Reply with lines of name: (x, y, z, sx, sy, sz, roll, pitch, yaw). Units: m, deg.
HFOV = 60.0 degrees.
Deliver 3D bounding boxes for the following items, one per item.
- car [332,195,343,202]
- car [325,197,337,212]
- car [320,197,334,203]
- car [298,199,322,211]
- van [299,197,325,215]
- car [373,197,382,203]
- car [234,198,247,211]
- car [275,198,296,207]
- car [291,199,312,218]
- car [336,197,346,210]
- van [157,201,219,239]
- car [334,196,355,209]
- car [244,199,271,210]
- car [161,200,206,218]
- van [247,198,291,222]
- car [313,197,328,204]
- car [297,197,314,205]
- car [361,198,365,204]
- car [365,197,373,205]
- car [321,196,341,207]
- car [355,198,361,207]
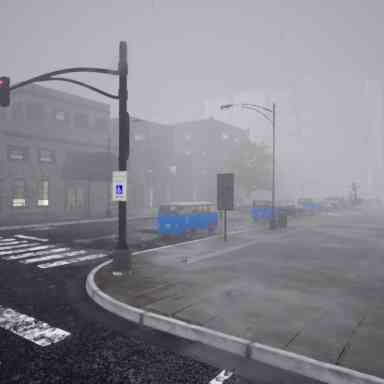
car: (37.513, 1.712, 85.727, 1.967, 1.590, 4.097, 0, 0, 35)
car: (15.876, 1.671, 40.378, 1.752, 1.417, 4.829, 0, 0, 35)
car: (31.161, 1.792, 76.693, 1.947, 1.339, 4.313, 0, 0, 35)
car: (16.103, 1.704, 45.187, 1.994, 1.385, 4.181, 1, 0, 35)
van: (12.604, 1.469, 35.721, 1.690, 1.788, 3.998, 0, 0, 35)
car: (44.359, 1.899, 80.893, 1.947, 1.339, 4.313, 0, 0, 35)
car: (5.758, 1.506, 40.556, 1.967, 1.590, 4.097, 0, 0, 35)
car: (15.284, 1.665, 54.107, 1.887, 1.381, 4.507, 0, 0, 35)
car: (9.427, 1.655, 31.203, 1.887, 1.381, 4.507, 0, 0, 35)
car: (18.953, 1.729, 44.755, 1.947, 1.339, 4.313, 0, 0, 35)
van: (-0.099, 1.407, 17.652, 1.690, 1.788, 3.998, 0, 0, 35)
car: (22.131, 1.497, 49.273, 2.192, 1.841, 5.009, 0, 0, 35)
car: (8.933, 1.629, 45.073, 1.887, 1.381, 4.507, 0, 0, 35)
car: (-0.691, 1.558, 31.381, 1.752, 1.417, 4.829, 0, 0, 35)
van: (6.252, 1.436, 26.687, 1.690, 1.788, 3.998, 0, 0, 35)
car: (27.888, 1.728, 72.036, 1.752, 1.417, 4.829, 0, 0, 35)
car: (21.635, 1.705, 63.141, 1.887, 1.381, 4.507, 0, 0, 35)
car: (28.579, 1.748, 58.447, 1.752, 1.417, 4.829, 0, 0, 35)
car: (34.832, 1.810, 67.342, 1.887, 1.381, 4.507, 0, 0, 35)
car: (22.979, 1.533, 54.976, 2.097, 1.767, 4.553, 1, 0, 35)
car: (25.307, 1.517, 53.791, 2.192, 1.841, 5.009, 0, 0, 35)
